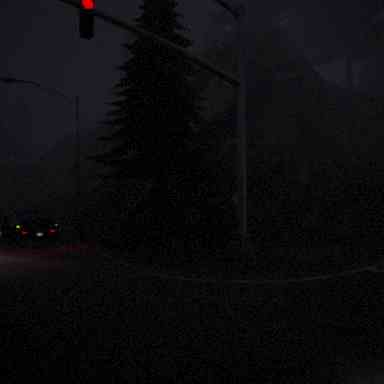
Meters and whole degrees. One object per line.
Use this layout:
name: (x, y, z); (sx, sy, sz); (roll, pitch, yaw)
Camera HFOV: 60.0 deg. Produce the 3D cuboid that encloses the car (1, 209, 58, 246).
car: (-7.538, 1.518, 15.371); (1.812, 1.442, 4.674); (0, 0, -36)
